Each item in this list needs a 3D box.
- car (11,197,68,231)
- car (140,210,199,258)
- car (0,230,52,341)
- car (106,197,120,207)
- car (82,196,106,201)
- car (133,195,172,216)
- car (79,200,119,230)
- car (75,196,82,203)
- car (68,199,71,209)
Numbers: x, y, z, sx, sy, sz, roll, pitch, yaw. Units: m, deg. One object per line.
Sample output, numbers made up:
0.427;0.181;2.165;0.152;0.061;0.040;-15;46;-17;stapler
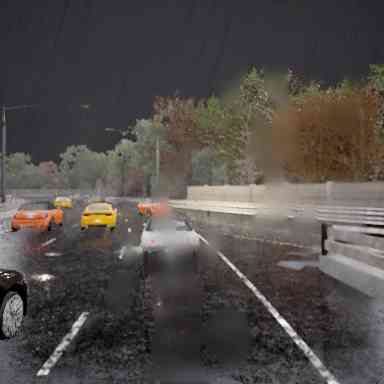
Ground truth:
-9.241;1.361;20.301;2.097;1.767;4.553;0;0;-11;car
-0.951;1.605;12.889;1.895;1.301;4.718;0;0;-7;car
-3.582;1.493;3.597;2.128;1.511;4.902;0;0;-2;car
-12.072;1.512;49.652;2.128;1.511;4.902;0;0;-26;car
-12.483;1.522;42.211;1.837;1.490;4.892;0;0;-23;car
-3.584;1.363;30.869;2.097;1.767;4.553;0;0;-26;car
-5.863;1.487;21.290;1.882;1.535;5.008;0;0;-11;car
-21.496;1.519;65.124;2.128;1.511;4.902;0;0;-36;car
-17.688;1.497;45.265;1.882;1.535;5.008;0;0;-25;car
